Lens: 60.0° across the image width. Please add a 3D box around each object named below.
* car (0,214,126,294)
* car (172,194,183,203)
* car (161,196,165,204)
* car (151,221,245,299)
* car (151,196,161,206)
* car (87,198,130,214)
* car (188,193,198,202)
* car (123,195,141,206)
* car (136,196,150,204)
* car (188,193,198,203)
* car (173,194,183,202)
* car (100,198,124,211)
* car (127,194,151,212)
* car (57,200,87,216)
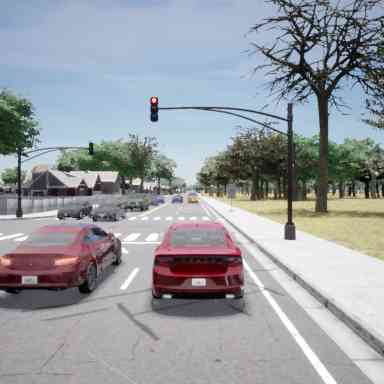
[{"bbox_3d":[-3.130,1.525,8.697,1.812,1.442,4.674,0,0,0],"label":"car"},{"bbox_3d":[-2.990,1.499,66.321,1.812,1.442,4.674,0,0,0],"label":"car"},{"bbox_3d":[-6.390,1.453,64.440,1.882,1.535,5.008,0,0,1],"label":"car"},{"bbox_3d":[0.117,1.477,8.486,1.882,1.535,5.008,0,0,0],"label":"car"},{"bbox_3d":[-6.467,1.492,52.737,1.837,1.490,4.892,0,-1,0],"label":"car"},{"bbox_3d":[-6.536,1.504,26.546,1.837,1.490,4.892,0,0,0],"label":"car"},{"bbox_3d":[0.182,1.190,76.315,2.150,2.045,5.566,0,0,0],"label":"car"},{"bbox_3d":[-9.712,1.335,54.116,2.097,1.767,4.553,0,0,0],"label":"car"},{"bbox_3d":[-9.624,1.522,65.711,2.033,1.411,5.357,0,0,1],"label":"car"},{"bbox_3d":[0.255,1.452,65.914,1.882,1.535,5.008,0,0,0],"label":"car"},{"bbox_3d":[-3.068,1.320,76.287,2.097,1.767,4.553,0,0,0],"label":"car"},{"bbox_3d":[-9.751,1.518,40.807,1.812,1.442,4.674,0,0,0],"label":"car"},{"bbox_3d":[-6.510,1.215,39.216,2.150,2.045,5.566,0,0,0],"label":"car"},{"bbox_3d":[-9.782,1.503,28.227,1.837,1.490,4.892,0,0,0],"label":"car"}]
